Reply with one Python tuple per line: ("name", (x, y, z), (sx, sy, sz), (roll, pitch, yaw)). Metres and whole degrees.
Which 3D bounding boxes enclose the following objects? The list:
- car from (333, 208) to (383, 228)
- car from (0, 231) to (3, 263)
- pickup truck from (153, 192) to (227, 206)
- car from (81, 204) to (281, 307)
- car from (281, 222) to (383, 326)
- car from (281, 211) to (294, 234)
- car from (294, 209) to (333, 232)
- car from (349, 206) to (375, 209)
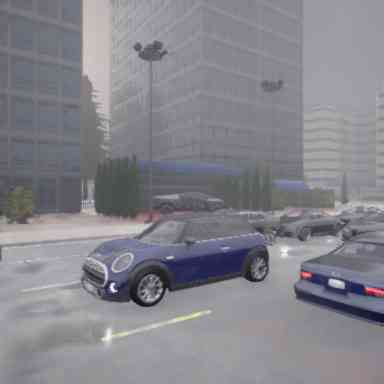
("car", (8.155, 1.552, 13.987), (4.181, 1.385, 1.994), (0, 0, -35))
("car", (-7.357, 1.226, 7.333), (5.566, 2.045, 2.150), (0, 0, -35))
("pickup truck", (-0.212, 1.044, 28.431), (6.274, 2.098, 2.390), (0, 0, -5))
("car", (-0.253, 1.348, 8.090), (4.553, 1.767, 2.097), (0, 0, -35))
("car", (4.402, 1.541, 6.884), (5.357, 1.411, 2.033), (0, 0, -35))
("car", (1.634, 1.484, 13.701), (4.902, 1.511, 2.128), (0, 0, -35))
("car", (5.562, 1.568, 16.433), (4.181, 1.385, 1.994), (0, 0, -35))
("car", (9.985, 1.547, 19.587), (4.181, 1.385, 1.994), (0, 0, -35))
